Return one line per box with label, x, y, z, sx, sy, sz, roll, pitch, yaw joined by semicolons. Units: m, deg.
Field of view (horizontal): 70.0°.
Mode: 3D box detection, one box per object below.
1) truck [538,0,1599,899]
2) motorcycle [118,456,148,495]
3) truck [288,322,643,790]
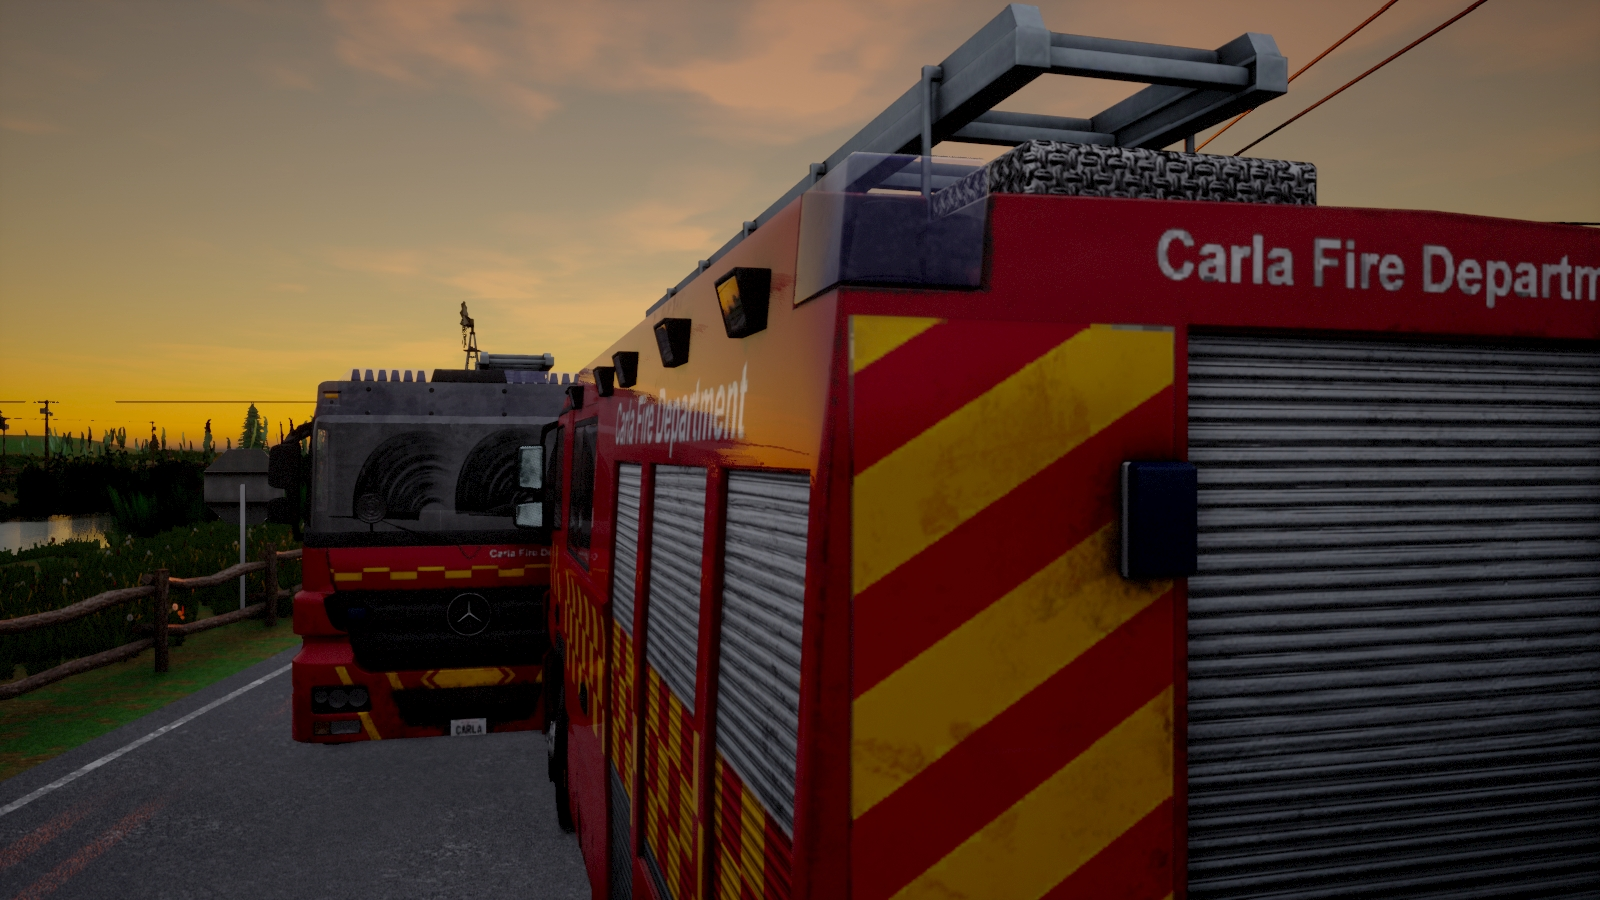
truck;0.131;0.867;6.873;2.891;3.827;8.468;0;0;-16
motorcycle;-41.452;1.577;71.056;0.803;2.348;2.033;0;0;-4
truck;-3.935;0.862;13.802;2.891;3.827;8.468;0;0;-16
